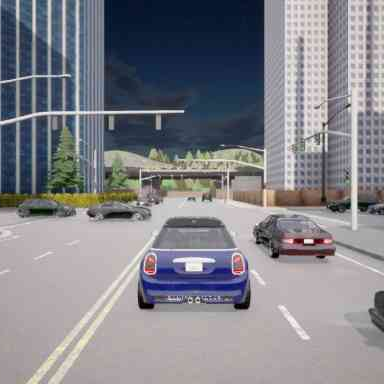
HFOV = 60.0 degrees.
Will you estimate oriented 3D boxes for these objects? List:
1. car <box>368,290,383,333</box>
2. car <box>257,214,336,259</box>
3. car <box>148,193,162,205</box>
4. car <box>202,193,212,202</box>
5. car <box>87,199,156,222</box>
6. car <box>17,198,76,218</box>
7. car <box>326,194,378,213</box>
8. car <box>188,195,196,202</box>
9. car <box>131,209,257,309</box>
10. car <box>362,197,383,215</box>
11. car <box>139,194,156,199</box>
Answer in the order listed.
[{"bbox_3d":[3.599,1.547,2.580,2.033,1.411,5.357,0,0,0],"label":"car"},{"bbox_3d":[3.599,1.547,12.648,2.033,1.411,5.357,0,0,1],"label":"car"},{"bbox_3d":[-7.122,1.221,59.653,2.150,2.045,5.566,0,0,0],"label":"car"},{"bbox_3d":[3.435,1.202,77.740,2.150,2.045,5.566,0,0,0],"label":"car"},{"bbox_3d":[-5.569,1.491,25.693,4.902,1.511,2.128,0,0,-1],"label":"car"},{"bbox_3d":[-12.618,1.351,29.086,4.553,1.767,2.097,0,0,-1],"label":"car"},{"bbox_3d":[17.813,1.221,36.631,5.566,2.045,2.150,0,0,0],"label":"car"},{"bbox_3d":[-0.065,1.501,77.708,1.812,1.442,4.674,0,0,0],"label":"car"},{"bbox_3d":[0.053,1.352,8.018,2.097,1.767,4.553,0,0,0],"label":"car"},{"bbox_3d":[19.992,1.526,33.099,4.674,1.442,1.812,0,0,0],"label":"car"},{"bbox_3d":[-7.137,1.491,49.786,2.128,1.511,4.902,0,0,0],"label":"car"}]
